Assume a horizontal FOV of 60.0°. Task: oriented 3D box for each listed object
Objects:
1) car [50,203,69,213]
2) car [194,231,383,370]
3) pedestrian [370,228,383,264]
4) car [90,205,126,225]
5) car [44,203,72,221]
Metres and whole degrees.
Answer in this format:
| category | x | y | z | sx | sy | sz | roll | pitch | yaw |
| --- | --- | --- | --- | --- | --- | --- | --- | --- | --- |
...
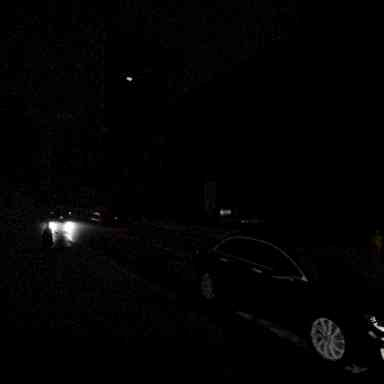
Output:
| category | x | y | z | sx | sy | sz | roll | pitch | yaw |
| --- | --- | --- | --- | --- | --- | --- | --- | --- | --- |
| car | -19.771 | 2.358 | 49.559 | 1.895 | 1.301 | 4.718 | 2 | -2 | -30 |
| car | 1.810 | 1.547 | 6.049 | 1.837 | 1.490 | 4.892 | 2 | -1 | -30 |
| pedestrian | 5.929 | 1.729 | 10.636 | 0.500 | 1.100 | 0.500 | 1 | 0 | -30 |
| car | -6.949 | 1.840 | 27.229 | 1.882 | 1.535 | 5.008 | 2 | -2 | -30 |
| car | -12.532 | 1.975 | 31.052 | 1.895 | 1.301 | 4.718 | 2 | -2 | -30 |
